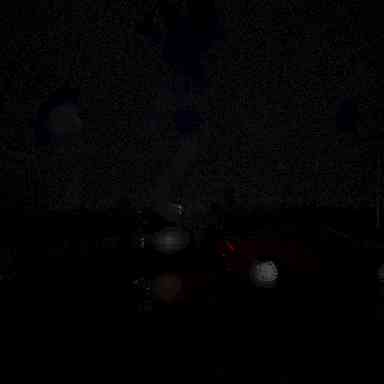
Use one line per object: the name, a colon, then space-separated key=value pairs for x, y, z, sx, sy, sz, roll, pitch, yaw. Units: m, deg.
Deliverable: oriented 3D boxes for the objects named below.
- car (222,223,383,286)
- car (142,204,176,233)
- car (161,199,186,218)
car: x=3.367 y=1.636 z=9.371 sx=5.008 sy=1.535 sz=1.882 roll=0 pitch=0 yaw=1
car: x=-2.245 y=1.810 z=22.611 sx=1.882 sy=1.535 sz=5.008 roll=0 pitch=-1 yaw=-2
car: x=-2.084 y=1.768 z=36.387 sx=2.150 sy=2.045 sz=5.566 roll=0 pitch=-1 yaw=1
